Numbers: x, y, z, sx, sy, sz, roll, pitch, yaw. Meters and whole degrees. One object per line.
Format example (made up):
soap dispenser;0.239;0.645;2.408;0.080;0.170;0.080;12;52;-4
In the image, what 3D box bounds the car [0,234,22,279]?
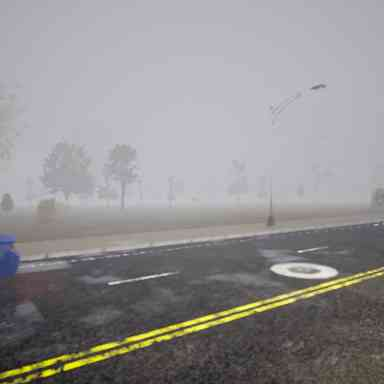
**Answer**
car;-6.439;1.481;7.054;5.008;1.535;1.882;-1;0;-35
